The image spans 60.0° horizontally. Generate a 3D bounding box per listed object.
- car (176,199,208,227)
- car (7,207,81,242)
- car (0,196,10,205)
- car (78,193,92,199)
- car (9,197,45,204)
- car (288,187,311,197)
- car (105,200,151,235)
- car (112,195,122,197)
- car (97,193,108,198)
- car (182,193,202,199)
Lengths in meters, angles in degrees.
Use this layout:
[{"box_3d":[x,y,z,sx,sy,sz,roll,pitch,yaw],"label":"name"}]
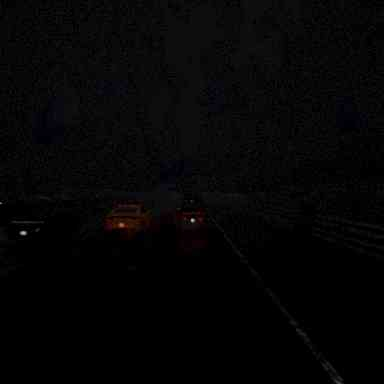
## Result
[{"box_3d":[0.034,1.471,22.322,1.837,1.490,4.892,0,0,0],"label":"car"},{"box_3d":[-6.947,1.473,16.139,2.128,1.511,4.902,0,0,0],"label":"car"},{"box_3d":[-21.205,1.299,37.272,2.097,1.767,4.553,0,0,0],"label":"car"},{"box_3d":[-24.739,1.015,76.681,2.097,1.767,4.553,0,0,0],"label":"car"},{"box_3d":[-17.706,1.452,36.717,1.837,1.490,4.892,0,0,0],"label":"car"},{"box_3d":[21.569,0.186,67.076,2.150,2.045,5.566,0,-3,-15],"label":"car"},{"box_3d":[-3.454,1.453,18.738,1.882,1.535,5.008,0,0,0],"label":"car"},{"box_3d":[-17.747,1.060,79.313,2.128,1.511,4.902,0,0,0],"label":"car"},{"box_3d":[-21.247,1.036,79.302,1.837,1.490,4.892,0,0,0],"label":"car"},{"box_3d":[-0.023,1.155,40.246,2.150,2.045,5.566,0,0,0],"label":"car"}]
